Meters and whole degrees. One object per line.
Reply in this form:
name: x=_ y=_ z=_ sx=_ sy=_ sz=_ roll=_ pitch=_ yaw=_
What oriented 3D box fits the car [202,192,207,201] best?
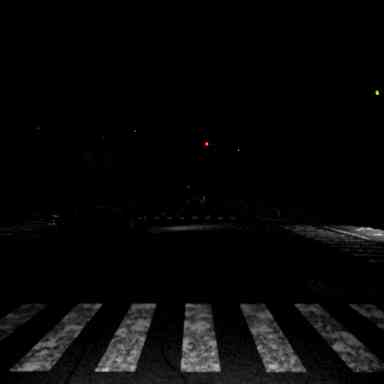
car: x=3.161 y=1.172 z=54.965 sx=2.192 sy=1.841 sz=5.009 roll=0 pitch=0 yaw=1

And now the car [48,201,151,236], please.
car: x=-5.006 y=1.396 z=17.739 sx=4.902 sy=1.511 sz=2.128 roll=1 pitch=1 yaw=-35

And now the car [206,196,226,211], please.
car: x=2.993 y=1.449 z=38.427 sx=2.008 sy=1.369 sz=4.403 roll=0 pitch=0 yaw=1

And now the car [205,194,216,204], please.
car: x=3.050 y=1.409 z=44.110 sx=1.752 sy=1.417 sz=4.829 roll=0 pitch=0 yaw=1

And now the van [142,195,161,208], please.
van: x=-5.476 y=1.225 z=44.024 sx=1.690 sy=1.788 sz=3.998 roll=0 pitch=0 yaw=1

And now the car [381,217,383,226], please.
car: x=14.978 y=1.754 z=21.604 sx=4.892 sy=1.490 sz=1.837 roll=1 pitch=0 yaw=0

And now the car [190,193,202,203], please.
car: x=0.588 y=1.437 z=63.536 sx=1.895 sy=1.301 sz=4.718 roll=0 pitch=0 yaw=1

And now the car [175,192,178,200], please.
car: x=-5.140 y=1.118 z=77.097 sx=2.192 sy=1.841 sz=5.009 roll=0 pitch=0 yaw=1

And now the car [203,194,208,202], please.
car: x=3.105 y=1.421 z=49.453 sx=2.008 sy=1.369 sz=4.403 roll=0 pitch=0 yaw=1

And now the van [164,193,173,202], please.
van: x=-5.252 y=1.171 z=66.073 sx=1.690 sy=1.788 sz=3.998 roll=0 pitch=0 yaw=1

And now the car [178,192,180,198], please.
car: x=-5.028 y=1.092 z=88.122 sx=2.192 sy=1.841 sz=5.009 roll=0 pitch=0 yaw=1

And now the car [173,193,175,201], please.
car: x=-5.197 y=1.361 z=71.586 sx=1.887 sy=1.381 sz=4.507 roll=0 pitch=0 yaw=1

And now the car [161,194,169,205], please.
car: x=-5.364 y=1.423 z=55.048 sx=1.947 sy=1.339 sz=4.313 roll=0 pitch=0 yaw=1

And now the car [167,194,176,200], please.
car: x=-5.085 y=1.335 z=82.610 sx=1.887 sy=1.381 sz=4.507 roll=0 pitch=0 yaw=1

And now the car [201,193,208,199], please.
car: x=3.552 y=1.205 z=93.555 sx=1.967 sy=1.590 sz=4.097 roll=0 pitch=0 yaw=1

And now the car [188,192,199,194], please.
car: x=0.611 y=1.358 z=76.097 sx=1.994 sy=1.385 sz=4.181 roll=0 pitch=0 yaw=1
